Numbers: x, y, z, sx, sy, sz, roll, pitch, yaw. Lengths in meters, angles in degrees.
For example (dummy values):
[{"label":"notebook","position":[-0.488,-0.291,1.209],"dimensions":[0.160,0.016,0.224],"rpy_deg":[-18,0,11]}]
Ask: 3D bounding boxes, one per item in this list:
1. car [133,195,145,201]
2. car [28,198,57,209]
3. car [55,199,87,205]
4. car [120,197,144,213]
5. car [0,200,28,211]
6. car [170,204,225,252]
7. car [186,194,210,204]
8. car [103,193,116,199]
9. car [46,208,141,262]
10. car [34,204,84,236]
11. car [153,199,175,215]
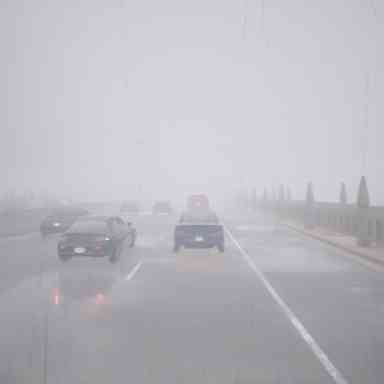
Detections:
[{"label":"car","position":[-12.678,1.399,79.620],"dimensions":[1.895,1.301,4.718],"rpy_deg":[0,0,1]},{"label":"car","position":[-16.963,1.495,39.562],"dimensions":[2.128,1.511,4.902],"rpy_deg":[0,0,1]},{"label":"car","position":[-13.494,1.606,38.056],"dimensions":[1.895,1.301,4.718],"rpy_deg":[0,0,1]},{"label":"car","position":[-6.352,1.534,35.049],"dimensions":[1.812,1.442,4.674],"rpy_deg":[0,0,1]},{"label":"car","position":[-20.491,1.602,38.163],"dimensions":[1.895,1.301,4.718],"rpy_deg":[0,0,1]},{"label":"car","position":[0.288,1.483,14.050],"dimensions":[1.882,1.535,5.008],"rpy_deg":[0,0,1]},{"label":"car","position":[0.616,1.234,33.180],"dimensions":[2.150,2.045,5.566],"rpy_deg":[0,0,1]},{"label":"car","position":[-19.676,1.024,79.743],"dimensions":[2.150,2.045,5.566],"rpy_deg":[0,0,1]},{"label":"car","position":[-3.257,1.528,12.022],"dimensions":[1.812,1.442,4.674],"rpy_deg":[0,0,1]},{"label":"car","position":[-6.639,1.566,18.410],"dimensions":[1.994,1.385,4.181],"rpy_deg":[0,0,1]},{"label":"car","position":[-2.871,1.502,33.999],"dimensions":[2.128,1.511,4.902],"rpy_deg":[0,0,1]}]
